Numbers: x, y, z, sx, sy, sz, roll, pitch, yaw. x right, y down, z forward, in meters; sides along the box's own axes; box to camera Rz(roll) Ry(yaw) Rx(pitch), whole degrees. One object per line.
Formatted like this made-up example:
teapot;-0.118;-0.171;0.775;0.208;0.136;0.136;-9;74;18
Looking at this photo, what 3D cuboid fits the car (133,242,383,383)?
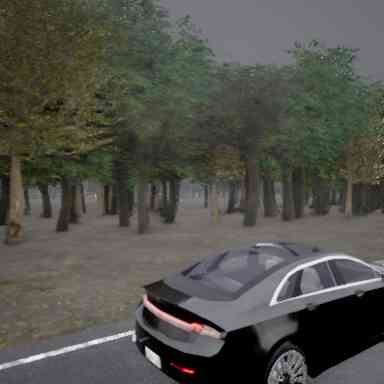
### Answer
car;1.566;1.504;4.864;4.902;1.511;2.128;0;0;-36
